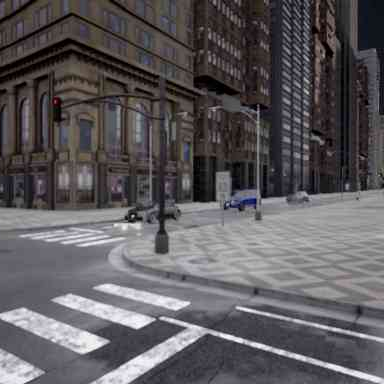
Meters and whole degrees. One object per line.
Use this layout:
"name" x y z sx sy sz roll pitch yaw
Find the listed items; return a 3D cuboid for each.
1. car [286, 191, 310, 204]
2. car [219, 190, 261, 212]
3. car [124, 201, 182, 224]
"car" 14.970 0.696 46.933 2.097 1.767 4.553 0 1 36
"car" 4.863 0.798 32.860 2.150 2.045 5.566 0 1 36
"car" -2.551 1.310 22.487 1.994 1.385 4.181 0 1 35
